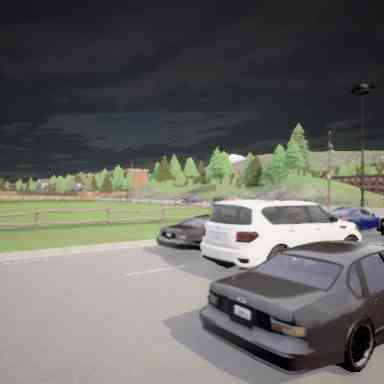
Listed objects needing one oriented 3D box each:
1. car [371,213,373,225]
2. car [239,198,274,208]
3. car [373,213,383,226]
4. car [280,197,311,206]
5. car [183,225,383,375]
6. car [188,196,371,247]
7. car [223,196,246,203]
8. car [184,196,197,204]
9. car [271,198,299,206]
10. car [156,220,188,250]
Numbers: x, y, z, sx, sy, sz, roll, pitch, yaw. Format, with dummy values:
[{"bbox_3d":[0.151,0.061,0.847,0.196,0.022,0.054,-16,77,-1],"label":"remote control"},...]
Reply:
[{"bbox_3d":[9.141,1.571,18.891,4.674,1.442,1.812,0,0,-36],"label":"car"},{"bbox_3d":[10.114,1.642,52.545,2.033,1.411,5.357,0,0,-36],"label":"car"},{"bbox_3d":[11.000,1.522,15.925,5.008,1.535,1.882,0,0,-35],"label":"car"},{"bbox_3d":[18.358,1.612,59.108,2.128,1.511,4.902,0,0,-36],"label":"car"},{"bbox_3d":[2.669,1.561,5.650,5.357,1.411,2.033,0,0,-36],"label":"car"},{"bbox_3d":[2.857,1.243,10.085,5.566,2.045,2.150,0,0,-35],"label":"car"},{"bbox_3d":[9.101,1.598,71.881,1.882,1.535,5.008,0,0,-36],"label":"car"},{"bbox_3d":[0.440,1.571,65.893,1.882,1.535,5.008,0,0,-36],"label":"car"},{"bbox_3d":[15.784,1.676,56.676,1.994,1.385,4.181,0,0,-36],"label":"car"},{"bbox_3d":[1.230,1.568,13.224,5.357,1.411,2.033,0,0,-35],"label":"car"}]
